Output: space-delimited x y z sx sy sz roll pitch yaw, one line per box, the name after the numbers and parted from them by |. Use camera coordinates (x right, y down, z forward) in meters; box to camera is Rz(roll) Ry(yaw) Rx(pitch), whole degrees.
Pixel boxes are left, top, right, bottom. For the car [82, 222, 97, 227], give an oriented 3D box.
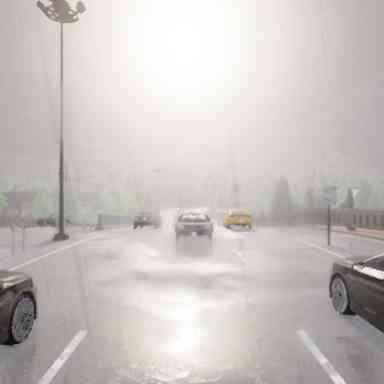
-17.505 5.872 57.687 1.895 1.301 4.718 0 -7 0 | car

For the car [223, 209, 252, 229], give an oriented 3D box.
3.595 2.151 26.905 1.882 1.535 5.008 0 -4 0 | car

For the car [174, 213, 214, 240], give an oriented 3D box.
0.097 1.770 17.797 1.895 1.301 4.718 0 -2 0 | car

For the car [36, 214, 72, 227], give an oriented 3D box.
-14.061 2.918 34.073 1.895 1.301 4.718 0 -6 0 | car

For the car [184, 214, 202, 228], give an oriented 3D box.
0.094 3.454 39.070 1.994 1.385 4.181 0 -7 0 | car

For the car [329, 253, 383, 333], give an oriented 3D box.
3.599 1.497 4.627 2.128 1.511 4.902 0 0 0 | car

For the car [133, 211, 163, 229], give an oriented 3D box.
-3.405 2.176 26.300 2.033 1.411 5.357 0 -4 0 | car

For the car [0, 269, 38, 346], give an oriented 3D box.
-3.401 1.496 3.470 2.128 1.511 4.902 0 0 0 | car
